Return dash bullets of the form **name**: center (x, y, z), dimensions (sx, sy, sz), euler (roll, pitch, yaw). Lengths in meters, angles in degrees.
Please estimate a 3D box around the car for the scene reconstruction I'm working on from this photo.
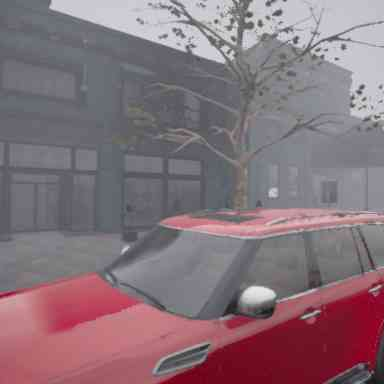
- **car**: center (0.490, 1.245, 3.728), dimensions (5.566, 2.045, 2.150), euler (1, 0, -36)
